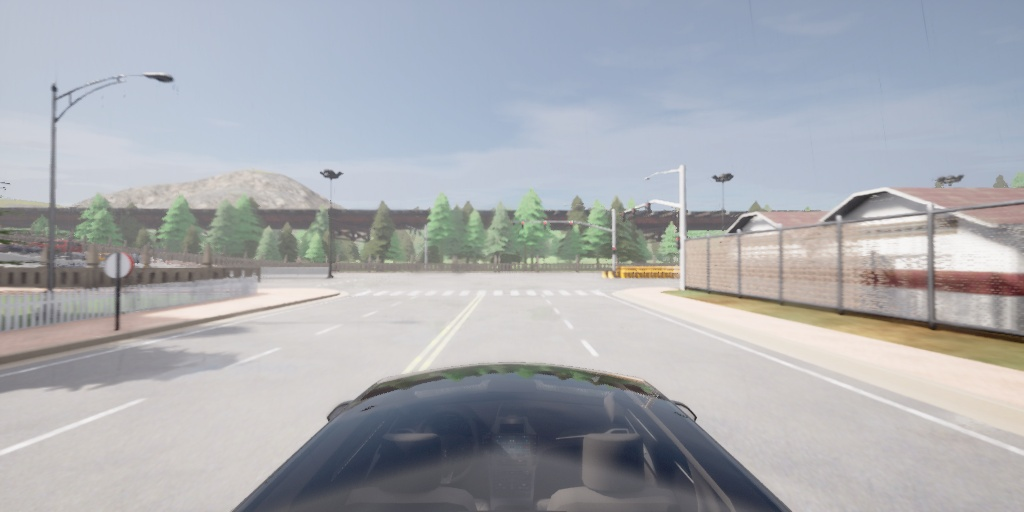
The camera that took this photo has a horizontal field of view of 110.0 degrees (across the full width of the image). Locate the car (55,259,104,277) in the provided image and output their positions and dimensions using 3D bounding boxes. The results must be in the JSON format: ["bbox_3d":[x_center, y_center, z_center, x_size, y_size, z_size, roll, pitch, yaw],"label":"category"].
[{"bbox_3d":[-39.016,1.336,32.326,4.181,1.385,1.994,3,-1,-1],"label":"car"}]

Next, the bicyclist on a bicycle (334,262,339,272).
[{"bbox_3d":[-28.437,1.772,58.118,0.582,1.620,1.656,0,0,-2],"label":"bicyclist on a bicycle"}]

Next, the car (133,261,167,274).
[{"bbox_3d":[-37.661,1.493,35.861,4.718,1.301,1.895,3,-1,-1],"label":"car"}]
